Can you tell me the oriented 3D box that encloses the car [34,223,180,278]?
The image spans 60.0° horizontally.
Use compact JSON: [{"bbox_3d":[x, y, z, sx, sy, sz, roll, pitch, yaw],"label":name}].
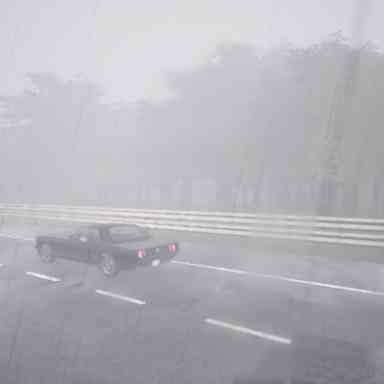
[{"bbox_3d":[-2.770,1.603,10.147,4.718,1.301,1.895,0,0,36],"label":"car"}]
